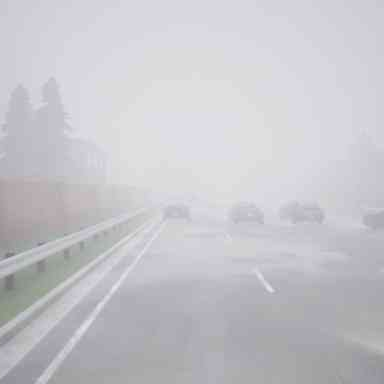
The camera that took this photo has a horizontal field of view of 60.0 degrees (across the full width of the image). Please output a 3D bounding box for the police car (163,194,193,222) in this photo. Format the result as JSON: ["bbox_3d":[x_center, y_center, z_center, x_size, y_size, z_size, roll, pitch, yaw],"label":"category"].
[{"bbox_3d":[-1.055,1.205,24.449,1.930,1.638,5.238,0,1,0],"label":"police car"}]

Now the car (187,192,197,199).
[{"bbox_3d":[-0.015,0.686,72.954,2.128,1.511,4.902,0,1,0],"label":"car"}]

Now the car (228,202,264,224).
[{"bbox_3d":[3.595,1.359,22.814,1.994,1.385,4.181,0,1,0],"label":"car"}]

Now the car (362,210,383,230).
[{"bbox_3d":[10.596,1.399,16.455,2.033,1.411,5.357,0,1,0],"label":"car"}]

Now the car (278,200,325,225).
[{"bbox_3d":[7.095,1.294,22.019,2.128,1.511,4.902,0,1,0],"label":"car"}]

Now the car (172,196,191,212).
[{"bbox_3d":[-1.058,1.218,34.339,1.812,1.442,4.674,0,1,0],"label":"car"}]

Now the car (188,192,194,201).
[{"bbox_3d":[-1.060,0.990,40.308,2.097,1.767,4.553,0,1,0],"label":"car"}]

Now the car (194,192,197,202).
[{"bbox_3d":[-0.011,0.989,57.550,1.837,1.490,4.892,0,1,0],"label":"car"}]
